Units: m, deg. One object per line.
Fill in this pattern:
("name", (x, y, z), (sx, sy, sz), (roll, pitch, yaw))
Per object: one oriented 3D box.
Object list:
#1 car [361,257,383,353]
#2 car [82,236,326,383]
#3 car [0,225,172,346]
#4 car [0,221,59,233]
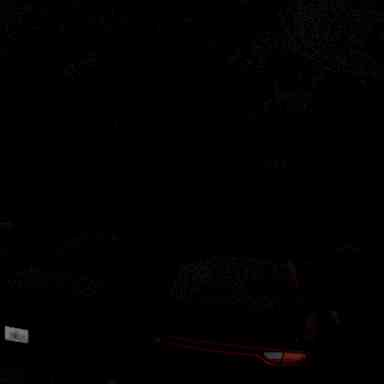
("car", (3.213, 1.366, 3.248), (2.185, 1.767, 4.553), (1, 0, 16))
("car", (0.789, 1.477, 4.940), (2.097, 1.535, 5.008), (0, -1, 16))
("car", (-1.605, 1.493, 6.655), (2.163, 1.488, 4.792), (1, 0, 16))
("car", (-3.981, 1.480, 8.478), (2.163, 1.488, 4.792), (0, -1, 17))
